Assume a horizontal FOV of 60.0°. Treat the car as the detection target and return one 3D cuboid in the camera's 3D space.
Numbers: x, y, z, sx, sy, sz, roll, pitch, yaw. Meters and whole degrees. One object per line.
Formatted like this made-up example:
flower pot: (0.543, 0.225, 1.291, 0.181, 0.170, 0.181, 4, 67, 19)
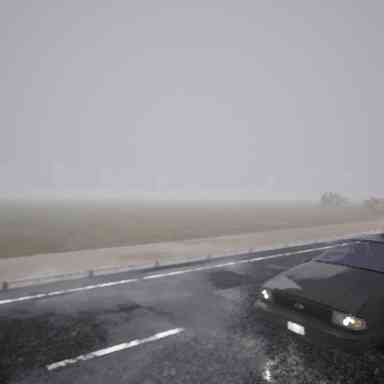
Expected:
car: (3.648, 1.546, 6.262, 5.357, 1.411, 2.033, 0, 0, -35)
